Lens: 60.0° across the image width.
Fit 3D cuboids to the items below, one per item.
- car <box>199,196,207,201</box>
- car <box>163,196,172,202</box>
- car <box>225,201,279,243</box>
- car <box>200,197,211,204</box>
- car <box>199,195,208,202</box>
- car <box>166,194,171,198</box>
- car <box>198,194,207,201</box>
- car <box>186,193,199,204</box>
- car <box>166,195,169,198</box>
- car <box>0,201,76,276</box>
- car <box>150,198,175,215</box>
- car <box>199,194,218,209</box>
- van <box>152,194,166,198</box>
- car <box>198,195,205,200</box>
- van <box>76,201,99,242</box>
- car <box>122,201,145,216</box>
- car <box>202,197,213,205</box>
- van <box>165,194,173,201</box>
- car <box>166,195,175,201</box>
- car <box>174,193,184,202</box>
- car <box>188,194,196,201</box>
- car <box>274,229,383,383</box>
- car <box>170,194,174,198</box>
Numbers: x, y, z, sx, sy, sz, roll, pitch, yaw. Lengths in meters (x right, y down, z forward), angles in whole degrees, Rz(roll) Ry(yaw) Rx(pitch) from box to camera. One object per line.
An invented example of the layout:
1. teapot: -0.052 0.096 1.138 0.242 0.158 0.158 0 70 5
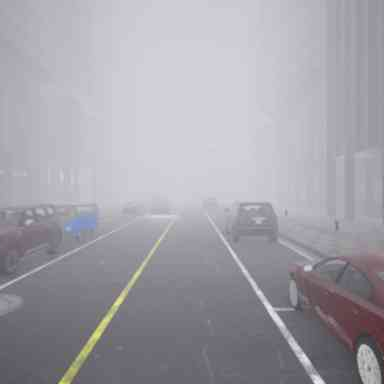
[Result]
1. car: 2.765 1.662 83.822 1.947 1.339 4.313 0 0 0
2. car: -5.761 1.633 78.177 1.887 1.381 4.507 0 0 0
3. car: 2.761 1.325 16.187 2.192 1.841 5.009 0 0 0
4. car: 2.764 1.623 66.913 2.008 1.369 4.403 0 0 0
5. car: 2.764 1.528 78.186 1.967 1.590 4.097 0 0 0
6. car: -5.761 1.639 66.903 1.947 1.339 4.313 0 0 0
7. car: 2.764 1.419 89.459 2.192 1.841 5.009 0 0 0
8. car: 0.003 1.286 62.977 2.150 2.045 5.566 0 0 0
9. car: -5.762 1.631 61.266 1.947 1.339 4.313 0 0 0
10. car: -5.764 1.321 10.536 2.192 1.841 5.009 0 0 0
11. car: -3.092 1.592 34.043 1.994 1.385 4.181 0 0 0
12. car: 2.390 1.396 45.653 2.097 1.767 4.553 0 0 0
13. van: -5.763 1.398 55.630 1.690 1.788 3.998 0 0 0
14. car: 2.765 1.656 95.095 1.887 1.381 4.507 0 0 0
15. van: -5.764 1.352 16.172 1.690 1.788 3.998 0 0 0
16. car: -5.763 1.572 33.083 1.887 1.381 4.507 0 0 0
17. car: 2.763 1.590 61.447 1.752 1.417 4.829 0 0 0
18. van: -5.761 1.437 83.814 1.690 1.788 3.998 0 0 0
19. car: -5.761 1.544 89.450 1.967 1.590 4.097 0 0 0
20. car: -2.996 1.412 74.476 2.033 1.411 5.357 0 0 0
21. car: 0.005 1.295 80.135 2.097 1.767 4.553 0 0 0
22. car: 2.761 1.547 4.914 1.887 1.381 4.507 0 0 0
23. car: -5.762 1.395 72.540 2.192 1.841 5.009 0 0 0
